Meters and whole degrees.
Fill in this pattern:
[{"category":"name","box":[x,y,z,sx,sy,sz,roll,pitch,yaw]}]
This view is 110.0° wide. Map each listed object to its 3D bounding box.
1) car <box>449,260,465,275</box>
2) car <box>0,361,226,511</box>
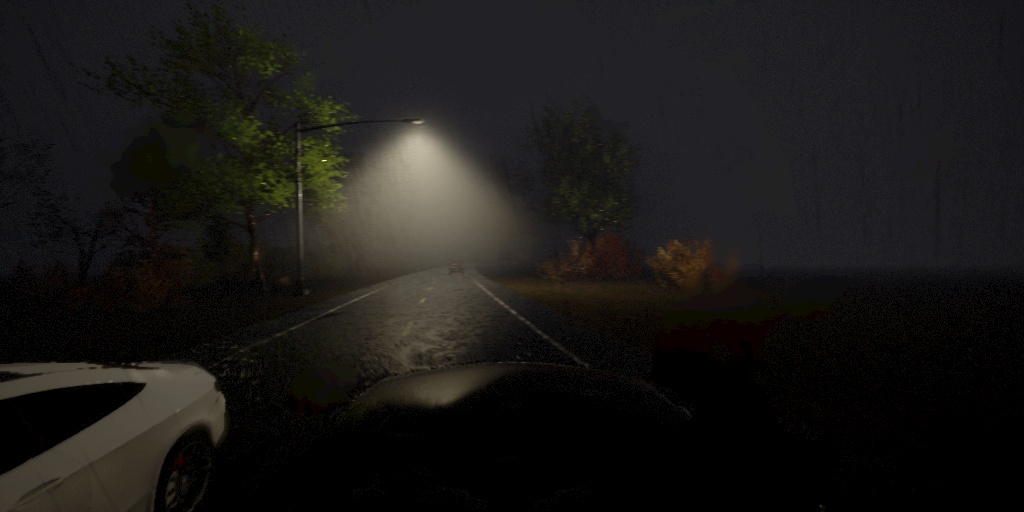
[{"category":"car","box":[-7.362,1.652,47.870,2.128,1.511,4.902,-1,0,-8]},{"category":"car","box":[-3.104,1.357,1.319,1.812,1.442,4.674,-1,0,-11]}]
